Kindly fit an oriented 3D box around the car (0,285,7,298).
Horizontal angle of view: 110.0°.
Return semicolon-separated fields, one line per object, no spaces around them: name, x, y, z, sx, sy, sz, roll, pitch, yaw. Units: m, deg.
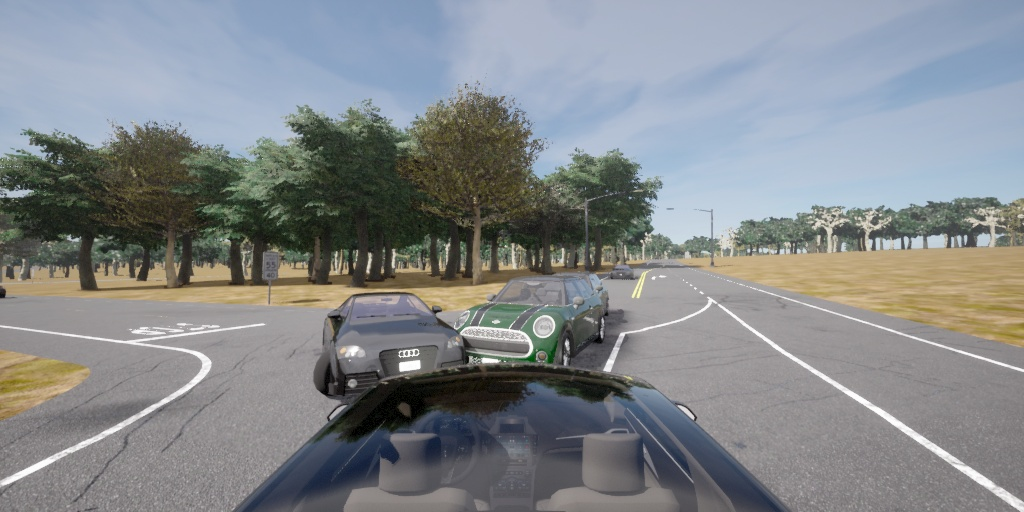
car;-40.862;2.562;27.403;4.181;1.385;1.994;-2;-3;22

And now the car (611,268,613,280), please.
car;2.022;1.344;12.158;2.097;1.767;4.553;-1;-1;21

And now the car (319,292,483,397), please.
car;-2.356;1.376;6.640;1.994;1.385;4.181;1;-2;-29

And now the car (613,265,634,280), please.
car;10.579;1.522;34.246;1.994;1.385;4.181;-1;0;22

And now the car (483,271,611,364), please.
car;0.615;1.218;7.845;2.097;1.767;4.553;-1;-2;26
